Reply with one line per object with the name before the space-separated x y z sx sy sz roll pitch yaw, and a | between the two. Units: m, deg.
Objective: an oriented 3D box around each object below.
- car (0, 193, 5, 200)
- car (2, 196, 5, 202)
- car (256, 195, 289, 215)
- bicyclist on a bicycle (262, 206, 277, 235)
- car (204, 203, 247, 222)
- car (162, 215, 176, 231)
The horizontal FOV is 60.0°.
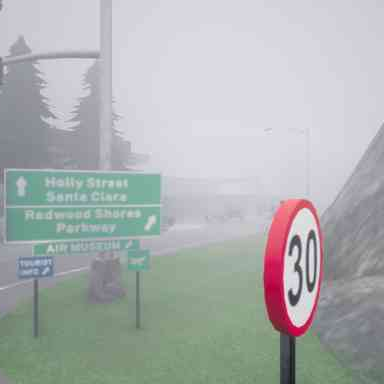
car | -38.316 1.487 70.119 4.514 1.523 2.007 0 0 35
car | -12.266 1.504 26.086 1.905 1.878 3.866 0 0 35
car | 9.026 1.413 36.639 2.150 2.045 5.566 0 0 36
bicyclist on a bicycle | 4.672 1.643 18.706 1.656 1.620 0.582 0 0 36
car | 2.902 1.683 28.298 2.128 1.511 4.902 0 0 36
car | -3.145 1.792 20.044 1.895 1.301 4.718 0 0 36
